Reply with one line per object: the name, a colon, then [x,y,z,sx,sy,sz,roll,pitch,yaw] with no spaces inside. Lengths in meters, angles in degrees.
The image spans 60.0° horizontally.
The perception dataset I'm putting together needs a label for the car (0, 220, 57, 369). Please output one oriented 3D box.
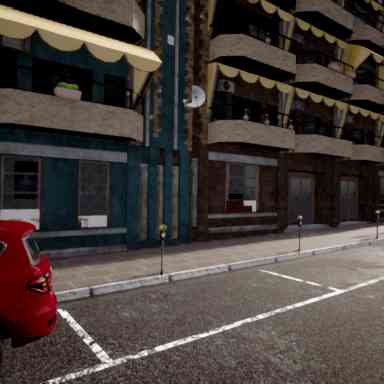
car: [-4.122,1.315,3.595,5.009,1.841,2.192,0,1,-36]
